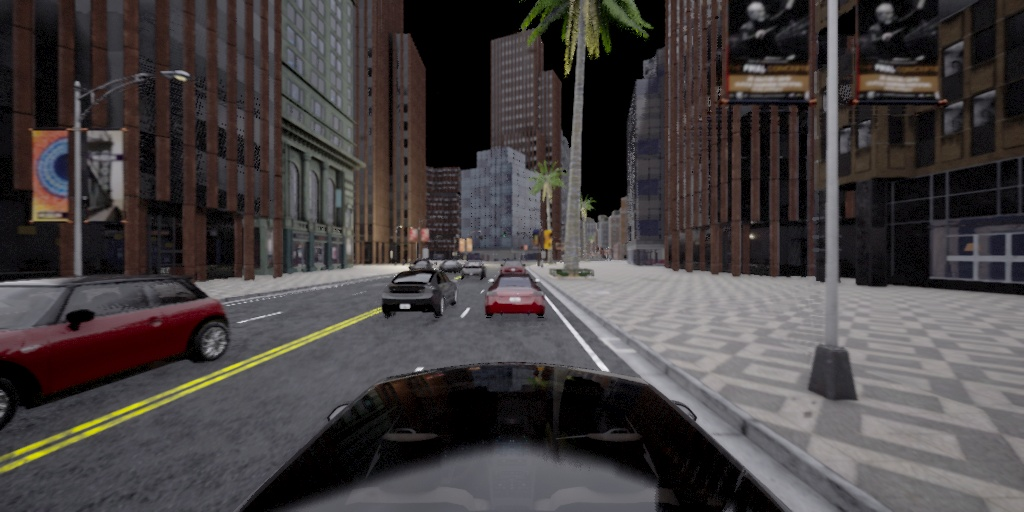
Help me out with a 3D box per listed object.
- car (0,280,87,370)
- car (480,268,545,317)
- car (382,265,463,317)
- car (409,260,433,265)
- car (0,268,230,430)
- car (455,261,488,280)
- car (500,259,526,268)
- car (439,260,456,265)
[{"bbox_3d":[-9.851,1.249,5.088,1.837,1.490,4.892,0,0,0],"label":"car"},{"bbox_3d":[0.096,1.298,13.030,1.994,1.385,4.181,0,0,0],"label":"car"},{"bbox_3d":[-3.154,1.239,12.998,1.837,1.490,4.892,0,0,0],"label":"car"},{"bbox_3d":[-9.864,1.216,38.965,1.837,1.490,4.892,0,0,0],"label":"car"},{"bbox_3d":[-6.600,1.096,5.104,2.097,1.767,4.553,0,0,0],"label":"car"},{"bbox_3d":[-3.161,1.210,30.449,2.128,1.511,4.902,0,0,0],"label":"car"},{"bbox_3d":[0.089,1.071,30.206,2.097,1.767,4.553,0,0,0],"label":"car"},{"bbox_3d":[-6.614,1.191,38.469,1.882,1.535,5.008,0,0,0],"label":"car"}]
